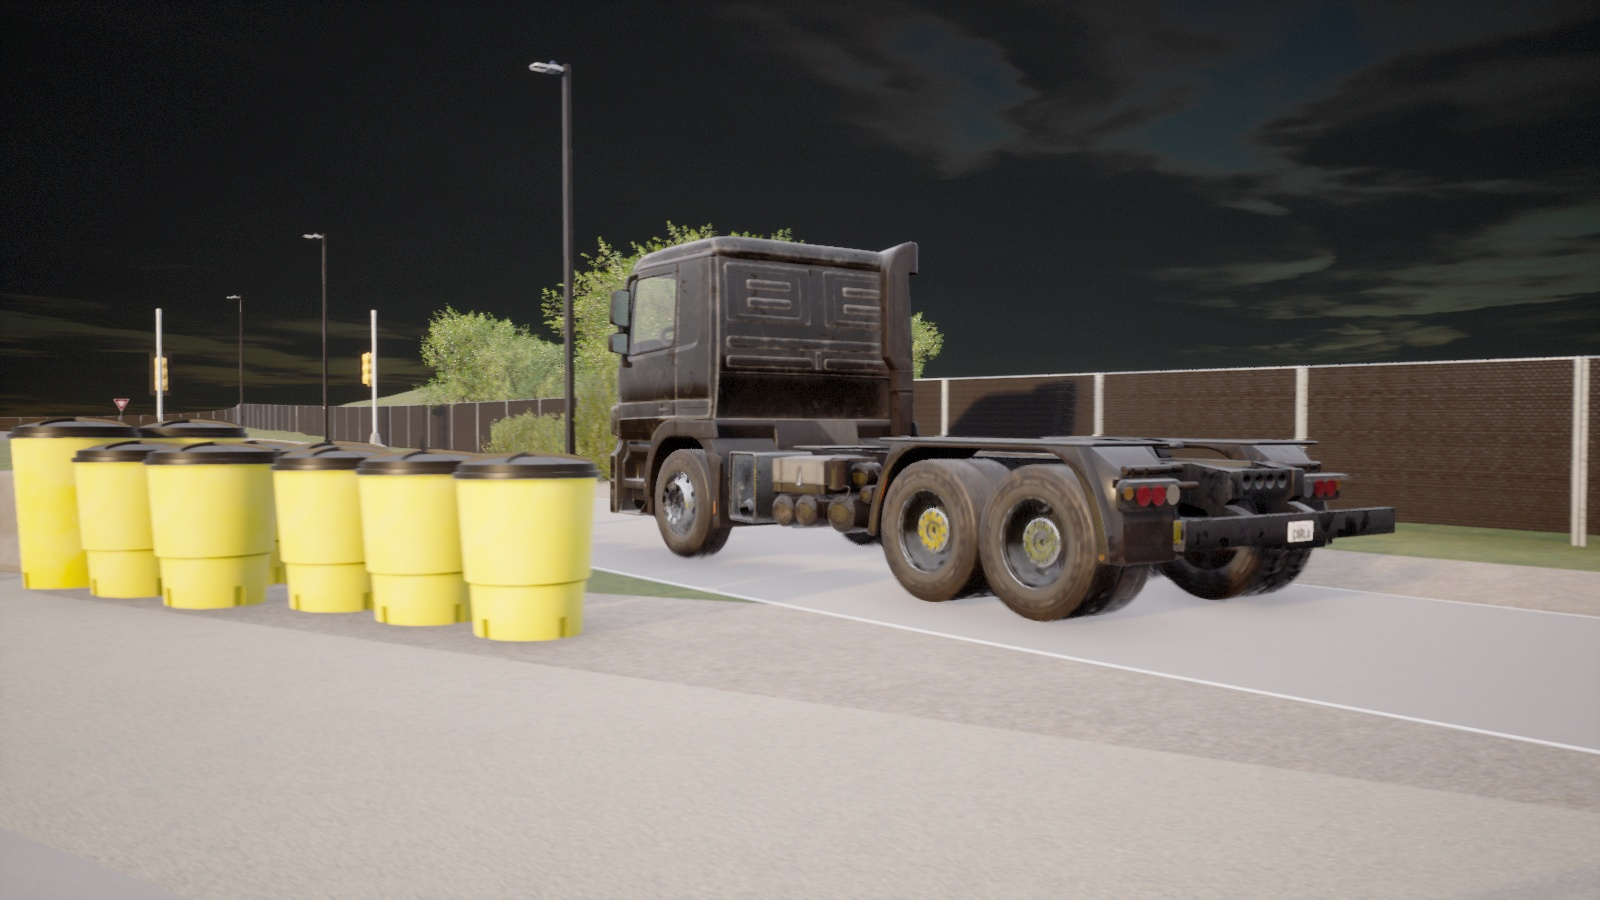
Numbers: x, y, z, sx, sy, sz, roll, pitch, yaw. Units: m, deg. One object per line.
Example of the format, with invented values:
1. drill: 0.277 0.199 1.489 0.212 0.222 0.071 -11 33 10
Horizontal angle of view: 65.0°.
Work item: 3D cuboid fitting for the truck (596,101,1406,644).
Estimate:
1. truck: 1.184 -0.570 12.075 2.891 3.462 7.936 -2 2 -36
